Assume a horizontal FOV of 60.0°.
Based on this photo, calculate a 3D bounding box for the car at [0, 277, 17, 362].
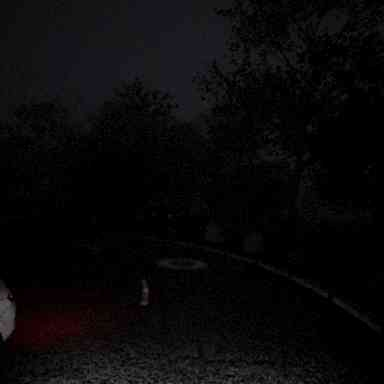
[{"bbox_3d":[-3.365,1.446,2.574,1.812,1.442,4.674,2,-1,7],"label":"car"}]

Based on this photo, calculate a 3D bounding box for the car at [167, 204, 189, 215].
[{"bbox_3d":[-2.077,2.457,47.421,2.128,1.511,4.902,1,-1,25],"label":"car"}]

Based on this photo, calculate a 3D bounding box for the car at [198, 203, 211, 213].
[{"bbox_3d":[2.582,2.460,56.438,2.150,2.045,5.566,3,0,-9],"label":"car"}]
